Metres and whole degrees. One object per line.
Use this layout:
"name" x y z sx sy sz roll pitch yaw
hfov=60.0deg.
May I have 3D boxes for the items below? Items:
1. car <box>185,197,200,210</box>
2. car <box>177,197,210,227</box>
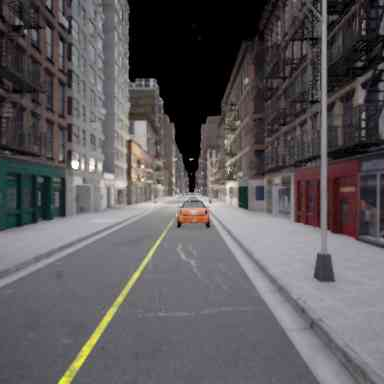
"car" 0.102 1.458 43.097 1.837 1.490 4.892 0 0 0
"car" 0.101 1.330 22.789 2.097 1.767 4.553 0 0 0
